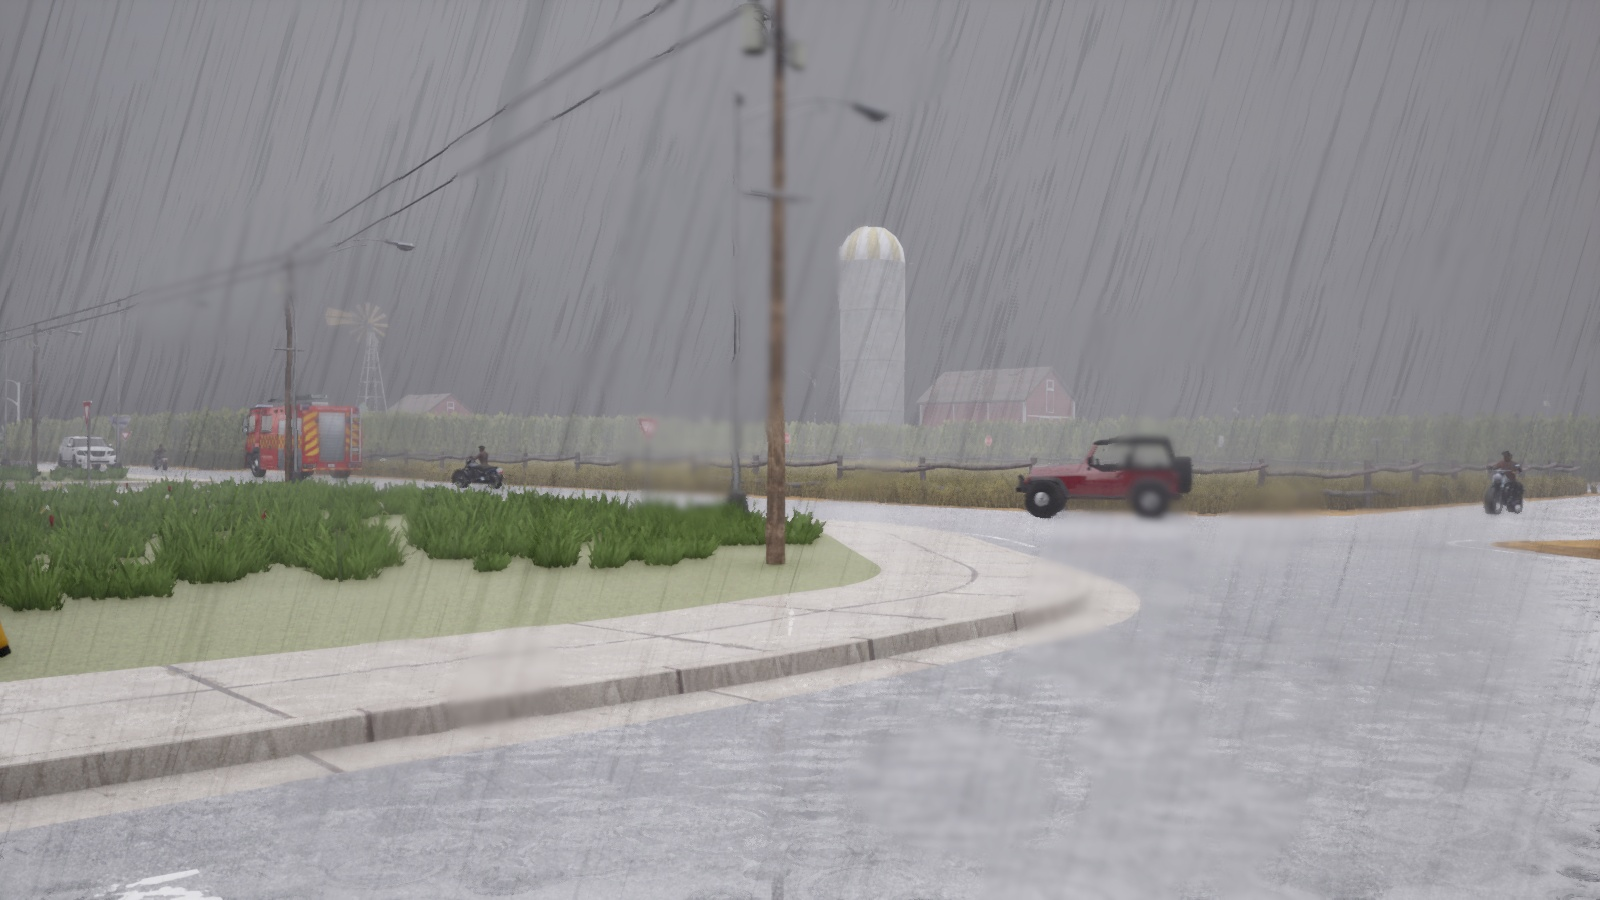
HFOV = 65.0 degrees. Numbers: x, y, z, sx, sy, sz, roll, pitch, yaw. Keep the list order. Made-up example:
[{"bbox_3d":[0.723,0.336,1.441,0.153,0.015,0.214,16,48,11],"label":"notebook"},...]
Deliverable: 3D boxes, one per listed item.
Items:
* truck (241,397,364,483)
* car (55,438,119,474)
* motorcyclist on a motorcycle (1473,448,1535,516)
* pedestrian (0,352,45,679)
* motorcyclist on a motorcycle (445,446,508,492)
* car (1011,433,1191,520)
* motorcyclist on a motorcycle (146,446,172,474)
[{"bbox_3d":[-23.989,-0.466,60.300,2.891,3.827,8.468,0,0,-41],"label":"truck"},{"bbox_3d":[-42.796,0.364,75.329,2.150,2.045,5.566,0,0,-43],"label":"car"},{"bbox_3d":[17.726,0.770,31.585,0.766,1.649,2.350,0,0,45],"label":"motorcyclist on a motorcycle"},{"bbox_3d":[-5.145,0.389,7.522,0.659,1.952,0.873,0,0,36],"label":"pedestrian"},{"bbox_3d":[-11.889,0.681,46.159,2.350,1.649,0.766,0,1,30],"label":"motorcyclist on a motorcycle"},{"bbox_3d":[6.861,0.574,28.549,3.866,1.878,1.905,0,0,17],"label":"car"},{"bbox_3d":[-38.964,0.607,76.343,0.766,1.649,2.350,0,0,-43],"label":"motorcyclist on a motorcycle"}]
